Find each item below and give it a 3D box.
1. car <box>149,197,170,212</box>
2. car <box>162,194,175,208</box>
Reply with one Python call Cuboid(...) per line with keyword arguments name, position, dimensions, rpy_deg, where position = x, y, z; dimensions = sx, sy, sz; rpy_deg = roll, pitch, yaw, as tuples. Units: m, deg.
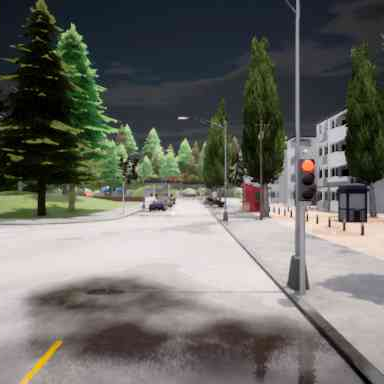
Cuboid(name="car", position=(-4.086, 1.662, 40.468), dimensions=(1.895, 1.301, 4.718), rpy_deg=(0, 0, 0))
Cuboid(name="car", position=(-4.069, 1.427, 50.362), dimensions=(2.097, 1.767, 4.553), rpy_deg=(0, 0, 0))
